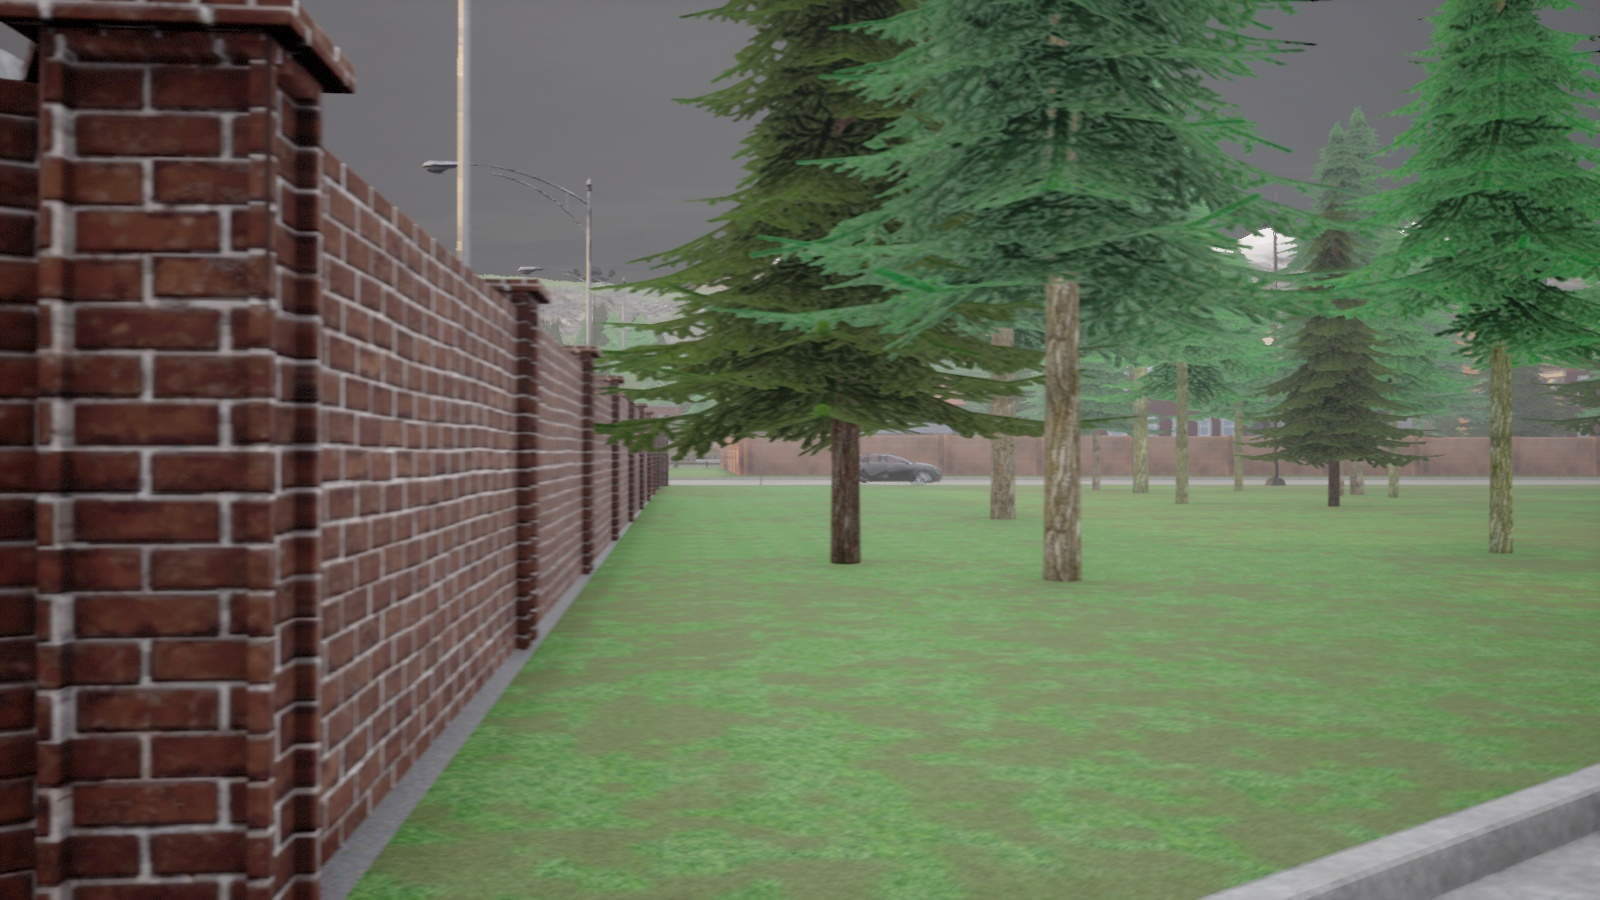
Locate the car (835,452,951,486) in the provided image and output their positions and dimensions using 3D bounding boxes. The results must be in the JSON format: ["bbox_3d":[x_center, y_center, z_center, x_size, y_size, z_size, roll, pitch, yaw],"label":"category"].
[{"bbox_3d":[4.149,0.843,56.529,4.902,1.511,2.128,0,0,-5],"label":"car"}]
